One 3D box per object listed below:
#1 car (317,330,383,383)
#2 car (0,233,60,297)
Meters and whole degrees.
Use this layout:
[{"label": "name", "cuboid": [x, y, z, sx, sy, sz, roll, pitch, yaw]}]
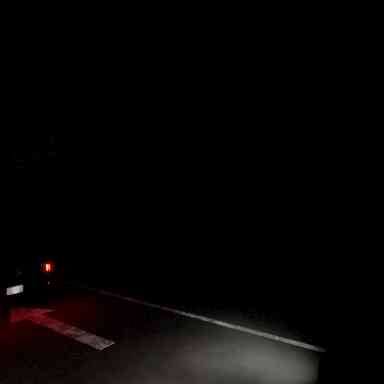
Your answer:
[{"label": "car", "cuboid": [3.084, 1.526, 1.718, 4.674, 1.442, 1.812, 0, 0, 36]}, {"label": "car", "cuboid": [-5.211, 1.601, 7.713, 4.718, 1.301, 1.895, 0, 0, 35]}]
